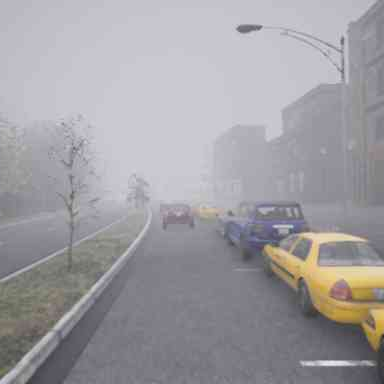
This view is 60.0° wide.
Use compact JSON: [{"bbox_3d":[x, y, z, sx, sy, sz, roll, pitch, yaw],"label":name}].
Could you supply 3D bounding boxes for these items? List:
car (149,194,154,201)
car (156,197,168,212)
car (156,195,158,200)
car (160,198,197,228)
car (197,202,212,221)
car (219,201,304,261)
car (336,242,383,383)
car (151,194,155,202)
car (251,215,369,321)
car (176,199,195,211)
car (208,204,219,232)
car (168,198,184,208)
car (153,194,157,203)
[{"bbox_3d":[-9.665,1.936,89.630,2.163,1.488,4.792,0,0,-12],"label":"car"},{"bbox_3d":[-3.117,1.750,41.427,1.882,1.535,5.008,0,0,-8],"label":"car"},{"bbox_3d":[-6.232,1.923,73.316,2.002,1.452,4.674,0,0,-12],"label":"car"},{"bbox_3d":[-1.063,1.535,24.014,2.097,1.767,4.553,0,0,-5],"label":"car"},{"bbox_3d":[1.430,1.698,29.809,1.946,1.575,5.366,0,0,-5],"label":"car"},{"bbox_3d":[2.720,1.343,12.989,2.435,2.045,5.566,0,0,-2],"label":"car"},{"bbox_3d":[3.056,1.497,2.018,1.946,1.575,5.366,0,-1,0],"label":"car"},{"bbox_3d":[-8.515,1.941,84.171,2.002,1.452,4.674,0,0,-12],"label":"car"},{"bbox_3d":[2.938,1.548,7.581,1.946,1.575,5.366,0,-1,-1],"label":"car"},{"bbox_3d":[-1.035,1.826,47.697,2.163,1.488,4.792,0,0,-9],"label":"car"},{"bbox_3d":[2.420,1.636,18.527,2.231,1.521,4.892,0,0,-3],"label":"car"},{"bbox_3d":[-2.826,1.836,57.127,2.097,1.535,5.008,0,0,-11],"label":"car"},{"bbox_3d":[-7.381,1.922,78.773,2.163,1.488,4.792,0,0,-12],"label":"car"}]
